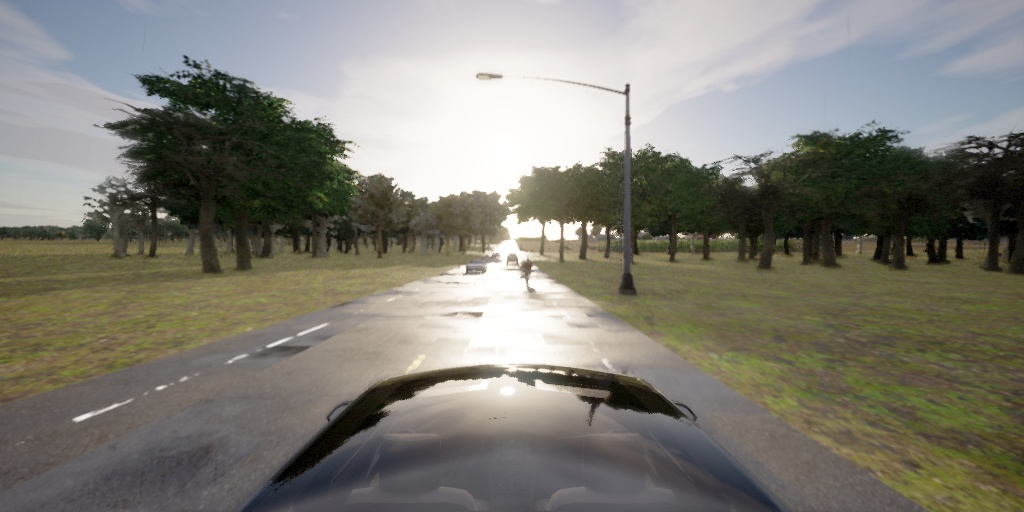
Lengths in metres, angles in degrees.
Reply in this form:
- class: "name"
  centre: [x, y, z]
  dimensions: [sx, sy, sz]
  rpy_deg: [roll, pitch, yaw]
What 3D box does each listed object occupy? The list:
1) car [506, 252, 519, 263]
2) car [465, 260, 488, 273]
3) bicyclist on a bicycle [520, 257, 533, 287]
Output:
- class: "car"
  centre: [0.065, 0.412, 58.904]
  dimensions: [2.128, 1.511, 4.902]
  rpy_deg: [0, 2, 0]
- class: "car"
  centre: [-3.574, 1.023, 36.530]
  dimensions: [1.895, 1.301, 4.718]
  rpy_deg: [0, 1, 0]
- class: "bicyclist on a bicycle"
  centre: [0.965, 0.954, 21.810]
  dimensions: [0.659, 1.776, 1.843]
  rpy_deg: [0, 1, 0]
